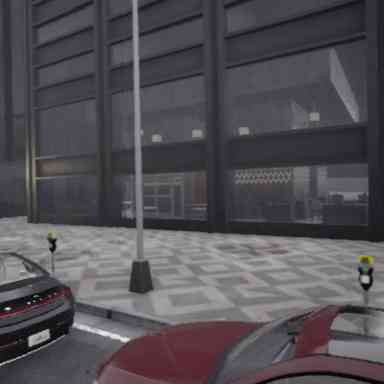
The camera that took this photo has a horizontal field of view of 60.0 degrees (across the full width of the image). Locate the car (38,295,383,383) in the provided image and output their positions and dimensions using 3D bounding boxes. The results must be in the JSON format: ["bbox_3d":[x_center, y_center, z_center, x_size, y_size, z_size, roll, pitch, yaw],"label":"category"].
[{"bbox_3d":[1.090,1.533,2.309,4.206,1.307,1.802,-1,1,31],"label":"car"}]

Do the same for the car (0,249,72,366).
[{"bbox_3d":[-3.748,1.585,5.200,4.403,1.369,2.008,-1,1,31],"label":"car"}]
